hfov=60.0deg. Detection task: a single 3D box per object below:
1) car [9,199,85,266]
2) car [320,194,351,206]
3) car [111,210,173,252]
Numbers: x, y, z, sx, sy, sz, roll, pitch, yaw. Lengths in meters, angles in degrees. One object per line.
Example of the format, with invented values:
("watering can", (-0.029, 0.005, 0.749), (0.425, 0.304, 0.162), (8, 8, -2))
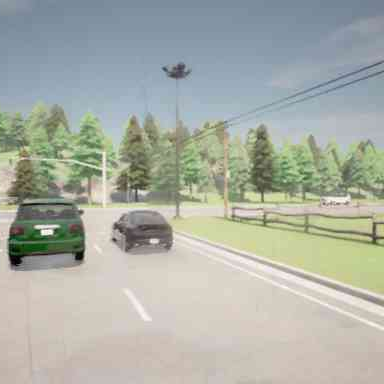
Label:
("car", (-5.127, 1.252, 12.036), (2.150, 2.045, 5.566), (0, 0, -21))
("car", (24.474, 1.288, 56.716), (5.566, 2.045, 2.150), (0, 0, -21))
("car", (-2.265, 1.535, 14.278), (1.837, 1.490, 4.892), (0, 0, -22))
